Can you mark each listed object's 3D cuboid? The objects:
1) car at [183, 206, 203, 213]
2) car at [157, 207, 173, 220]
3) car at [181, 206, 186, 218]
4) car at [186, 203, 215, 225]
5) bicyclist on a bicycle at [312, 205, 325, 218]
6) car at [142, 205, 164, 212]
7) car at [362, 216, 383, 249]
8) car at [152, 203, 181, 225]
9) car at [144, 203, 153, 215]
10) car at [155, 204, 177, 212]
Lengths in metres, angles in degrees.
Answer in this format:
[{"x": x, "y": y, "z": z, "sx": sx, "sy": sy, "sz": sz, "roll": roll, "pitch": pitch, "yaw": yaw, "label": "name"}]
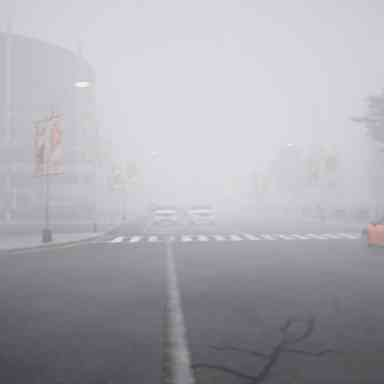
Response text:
[{"x": 0.179, "y": 3.416, "z": 66.013, "sx": 1.994, "sy": 1.385, "sz": 4.181, "roll": 1, "pitch": -2, "yaw": -34, "label": "car"}, {"x": -3.542, "y": 2.740, "z": 43.095, "sx": 1.837, "sy": 1.490, "sz": 4.892, "roll": 0, "pitch": -2, "yaw": -7, "label": "car"}, {"x": -0.043, "y": 2.823, "z": 43.412, "sx": 1.895, "sy": 1.301, "sz": 4.718, "roll": 0, "pitch": -2, "yaw": -7, "label": "car"}, {"x": 0.892, "y": 2.166, "z": 33.702, "sx": 2.150, "sy": 2.045, "sz": 5.566, "roll": 0, "pitch": -2, "yaw": -5, "label": "car"}, {"x": 14.932, "y": 2.310, "z": 39.285, "sx": 1.656, "sy": 1.620, "sz": 0.582, "roll": -1, "pitch": -2, "yaw": -6, "label": "bicyclist on a bicycle"}, {"x": -8.366, "y": 3.502, "z": 71.187, "sx": 4.892, "sy": 1.490, "sz": 1.837, "roll": -2, "pitch": -2, "yaw": 42, "label": "car"}, {"x": 9.091, "y": 1.703, "z": 14.386, "sx": 2.097, "sy": 1.767, "sz": 4.553, "roll": -1, "pitch": -2, "yaw": 9, "label": "car"}, {"x": -2.595, "y": 2.180, "z": 33.393, "sx": 2.150, "sy": 2.045, "sz": 5.566, "roll": 0, "pitch": -2, "yaw": -5, "label": "car"}, {"x": -5.597, "y": 2.757, "z": 53.352, "sx": 2.150, "sy": 2.045, "sz": 5.566, "roll": 0, "pitch": -2, "yaw": -20, "label": "car"}, {"x": -5.837, "y": 3.521, "z": 73.608, "sx": 5.008, "sy": 1.535, "sz": 1.882, "roll": -2, "pitch": -2, "yaw": 42, "label": "car"}]
